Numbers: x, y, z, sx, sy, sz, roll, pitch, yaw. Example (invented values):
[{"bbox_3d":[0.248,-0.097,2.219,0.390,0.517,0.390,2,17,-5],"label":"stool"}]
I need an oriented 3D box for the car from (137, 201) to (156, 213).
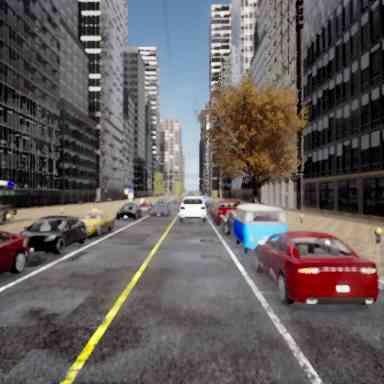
[{"bbox_3d":[-5.718,1.871,42.154,1.802,1.307,4.206,0,0,0],"label":"car"}]

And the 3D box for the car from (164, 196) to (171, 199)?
[{"bbox_3d":[-5.732,2.006,64.826,1.947,1.339,4.313,0,0,0],"label":"car"}]

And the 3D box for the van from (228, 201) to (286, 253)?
[{"bbox_3d":[2.680,1.438,13.820,1.690,1.788,3.998,0,0,0],"label":"van"}]

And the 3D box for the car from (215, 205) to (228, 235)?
[{"bbox_3d":[2.677,1.686,19.487,2.008,1.369,4.403,0,0,0],"label":"car"}]

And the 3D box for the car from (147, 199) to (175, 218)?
[{"bbox_3d":[-3.120,1.779,33.686,2.033,1.411,5.357,0,0,0],"label":"car"}]

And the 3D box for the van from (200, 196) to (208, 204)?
[{"bbox_3d":[2.641,1.855,76.168,1.690,1.788,3.998,0,0,0],"label":"van"}]

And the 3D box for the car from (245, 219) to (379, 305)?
[{"bbox_3d":[2.684,1.602,8.151,1.887,1.381,4.507,0,0,0],"label":"car"}]

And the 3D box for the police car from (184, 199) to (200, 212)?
[{"bbox_3d":[0.014,1.817,45.975,2.038,1.542,4.974,0,-1,1],"label":"police car"}]

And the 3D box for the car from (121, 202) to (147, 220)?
[{"bbox_3d":[-5.710,1.778,30.817,1.947,1.339,4.313,0,0,0],"label":"car"}]

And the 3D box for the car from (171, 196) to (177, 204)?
[{"bbox_3d":[-3.046,1.917,74.361,1.882,1.535,5.008,0,0,0],"label":"car"}]

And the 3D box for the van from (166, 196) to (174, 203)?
[{"bbox_3d":[-5.746,1.928,87.500,1.690,1.788,3.998,0,0,0],"label":"van"}]

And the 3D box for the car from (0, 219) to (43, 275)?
[{"bbox_3d":[-5.697,1.602,8.147,1.887,1.381,4.507,0,0,0],"label":"car"}]

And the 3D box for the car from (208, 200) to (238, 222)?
[{"bbox_3d":[2.673,1.489,25.156,2.192,1.841,5.009,0,0,0],"label":"car"}]

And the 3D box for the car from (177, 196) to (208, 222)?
[{"bbox_3d":[0.083,1.419,28.299,2.150,2.045,5.566,0,0,0],"label":"car"}]

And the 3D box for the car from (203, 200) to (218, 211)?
[{"bbox_3d":[2.659,1.893,47.826,1.947,1.339,4.313,0,0,0],"label":"car"}]

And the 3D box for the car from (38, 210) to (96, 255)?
[{"bbox_3d":[-5.700,1.662,13.814,1.947,1.339,4.313,0,0,0],"label":"car"}]

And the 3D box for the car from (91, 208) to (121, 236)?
[{"bbox_3d":[-5.703,1.659,19.313,1.752,1.417,4.829,0,0,0],"label":"car"}]

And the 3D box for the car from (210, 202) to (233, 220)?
[{"bbox_3d":[2.670,1.739,30.993,1.752,1.417,4.829,0,0,0],"label":"car"}]

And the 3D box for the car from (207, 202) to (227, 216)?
[{"bbox_3d":[2.666,1.833,36.490,1.802,1.307,4.206,0,0,0],"label":"car"}]
